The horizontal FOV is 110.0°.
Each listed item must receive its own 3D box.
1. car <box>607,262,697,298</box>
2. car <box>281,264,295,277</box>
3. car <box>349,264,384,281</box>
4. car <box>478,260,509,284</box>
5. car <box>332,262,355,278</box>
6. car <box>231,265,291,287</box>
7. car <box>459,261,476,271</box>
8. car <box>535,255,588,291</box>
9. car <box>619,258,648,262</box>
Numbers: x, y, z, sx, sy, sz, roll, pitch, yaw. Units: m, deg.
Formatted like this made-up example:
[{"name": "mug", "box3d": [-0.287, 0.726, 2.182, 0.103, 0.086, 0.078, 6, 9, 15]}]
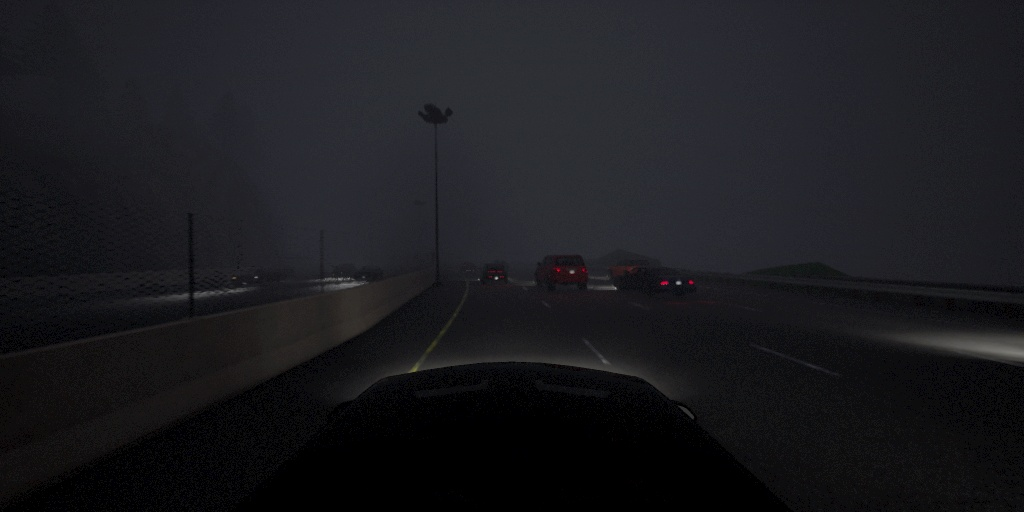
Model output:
[{"name": "car", "box3d": [6.905, 1.218, 17.981, 2.033, 1.411, 5.357, -1, 0, -7]}, {"name": "car", "box3d": [-25.082, 1.645, 38.773, 1.812, 1.442, 4.674, -1, 0, -12]}, {"name": "car", "box3d": [-13.335, 1.557, 33.542, 1.895, 1.301, 4.718, -1, 0, -10]}, {"name": "car", "box3d": [-1.467, 1.296, 27.659, 1.837, 1.490, 4.892, 0, 0, -8]}, {"name": "car", "box3d": [-17.932, 1.586, 38.752, 1.994, 1.385, 4.181, -1, 0, -12]}, {"name": "car", "box3d": [-19.506, 1.636, 27.918, 1.895, 1.301, 4.718, -1, 0, -8]}, {"name": "car", "box3d": [-6.407, 1.442, 51.779, 1.994, 1.385, 4.181, -1, 0, -16]}, {"name": "car", "box3d": [2.880, 0.949, 21.872, 2.150, 2.045, 5.566, 0, 0, -7]}, {"name": "car", "box3d": [9.068, 1.001, 27.606, 2.097, 1.767, 4.553, -1, 0, -8]}]
